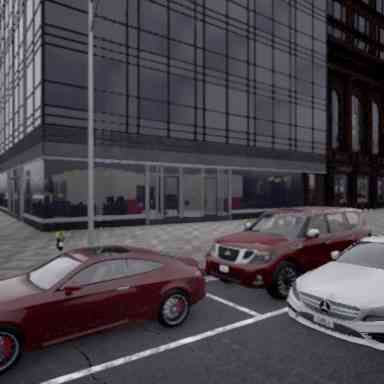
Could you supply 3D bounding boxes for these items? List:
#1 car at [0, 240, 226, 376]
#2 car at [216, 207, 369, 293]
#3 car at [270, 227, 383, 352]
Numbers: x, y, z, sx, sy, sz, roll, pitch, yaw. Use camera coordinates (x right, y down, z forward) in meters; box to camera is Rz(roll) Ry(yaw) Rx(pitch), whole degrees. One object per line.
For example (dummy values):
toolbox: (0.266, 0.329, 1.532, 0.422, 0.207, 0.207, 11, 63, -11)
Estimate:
car: (-1.677, 1.586, 5.457, 4.206, 1.307, 1.802, 0, 0, -35)
car: (2.741, 1.333, 8.608, 5.009, 1.841, 2.192, 0, 0, -35)
car: (3.737, 1.541, 6.027, 4.674, 1.442, 1.812, 0, 0, -36)
